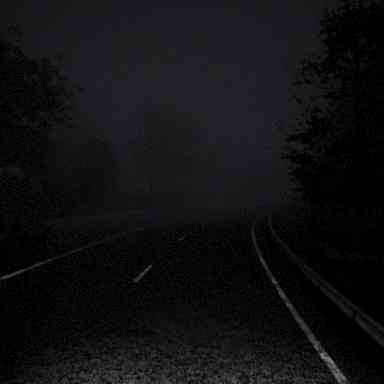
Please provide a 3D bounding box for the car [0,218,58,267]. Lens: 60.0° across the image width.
[{"bbox_3d":[-6.383,1.584,11.380,1.994,1.385,4.181,0,0,6],"label":"car"}]
